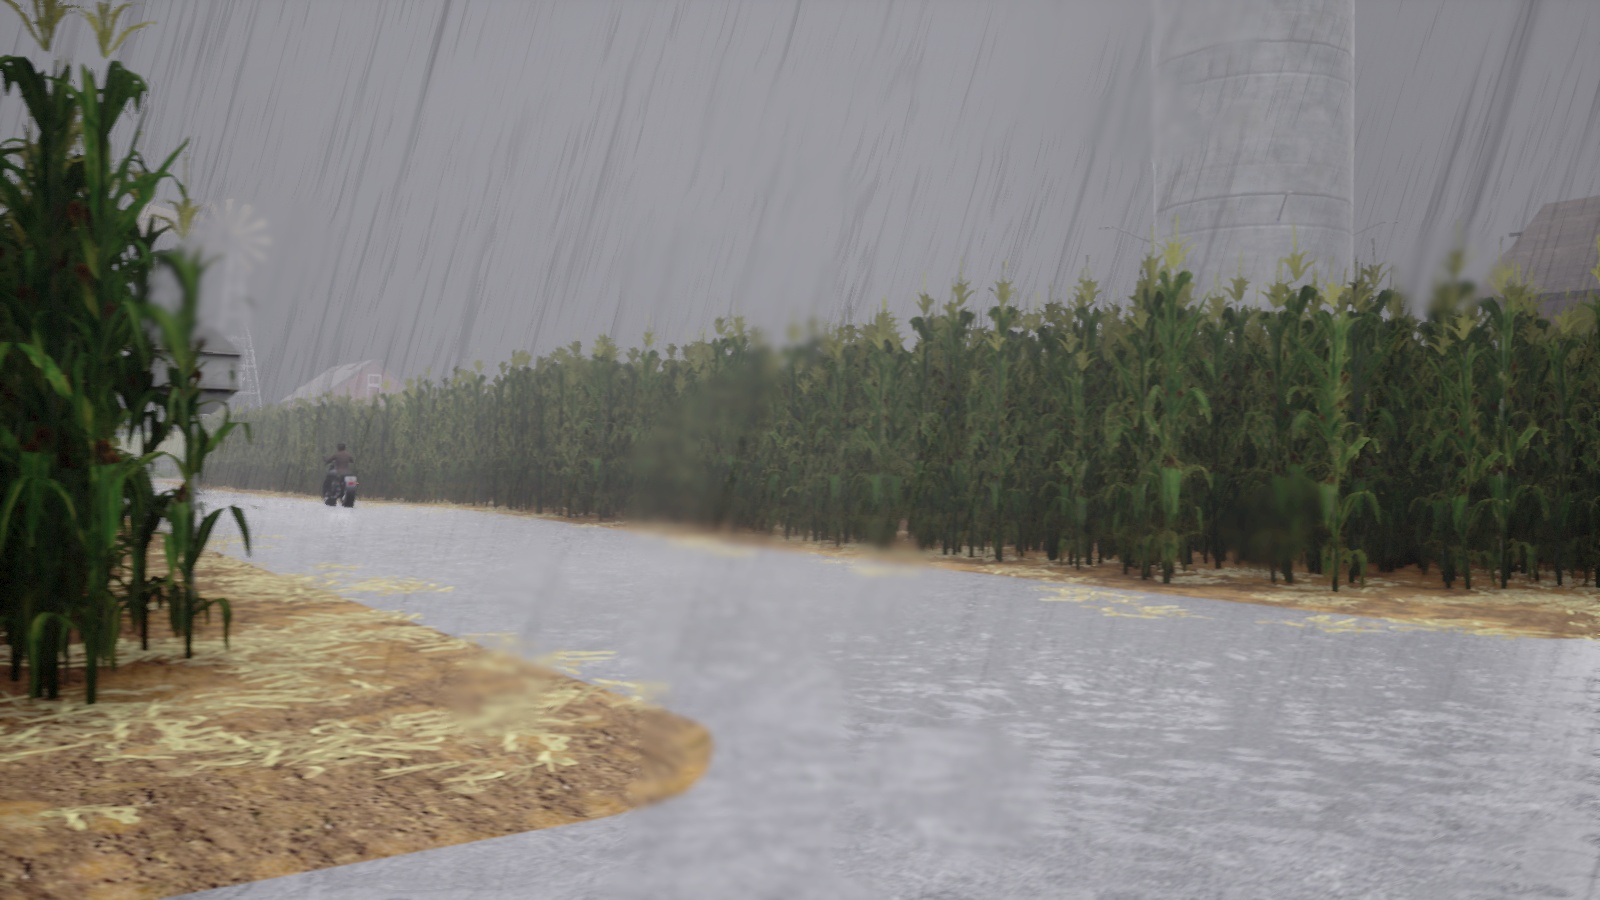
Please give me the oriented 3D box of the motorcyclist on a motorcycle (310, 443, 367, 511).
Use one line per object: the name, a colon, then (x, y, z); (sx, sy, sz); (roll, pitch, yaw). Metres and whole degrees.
motorcyclist on a motorcycle: (-11.613, 0.685, 31.548); (0.766, 1.649, 2.350); (1, -1, -35)
